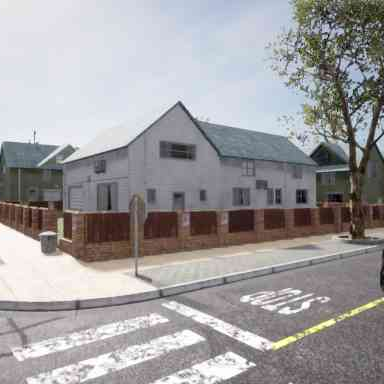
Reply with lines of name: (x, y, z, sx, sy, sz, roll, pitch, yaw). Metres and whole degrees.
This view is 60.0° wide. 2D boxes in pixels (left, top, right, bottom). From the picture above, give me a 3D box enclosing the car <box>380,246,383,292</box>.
car: (6.097, 1.329, 7.060, 5.566, 2.045, 2.150, 1, -2, -38)
